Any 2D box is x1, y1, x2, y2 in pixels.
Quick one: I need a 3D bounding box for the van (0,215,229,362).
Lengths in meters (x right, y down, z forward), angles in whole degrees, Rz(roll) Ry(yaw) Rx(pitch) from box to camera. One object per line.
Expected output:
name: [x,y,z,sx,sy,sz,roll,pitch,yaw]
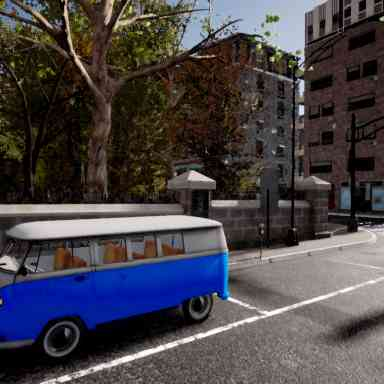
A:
van: [-1.220,1.342,5.631,3.998,1.788,1.690,0,1,-36]
